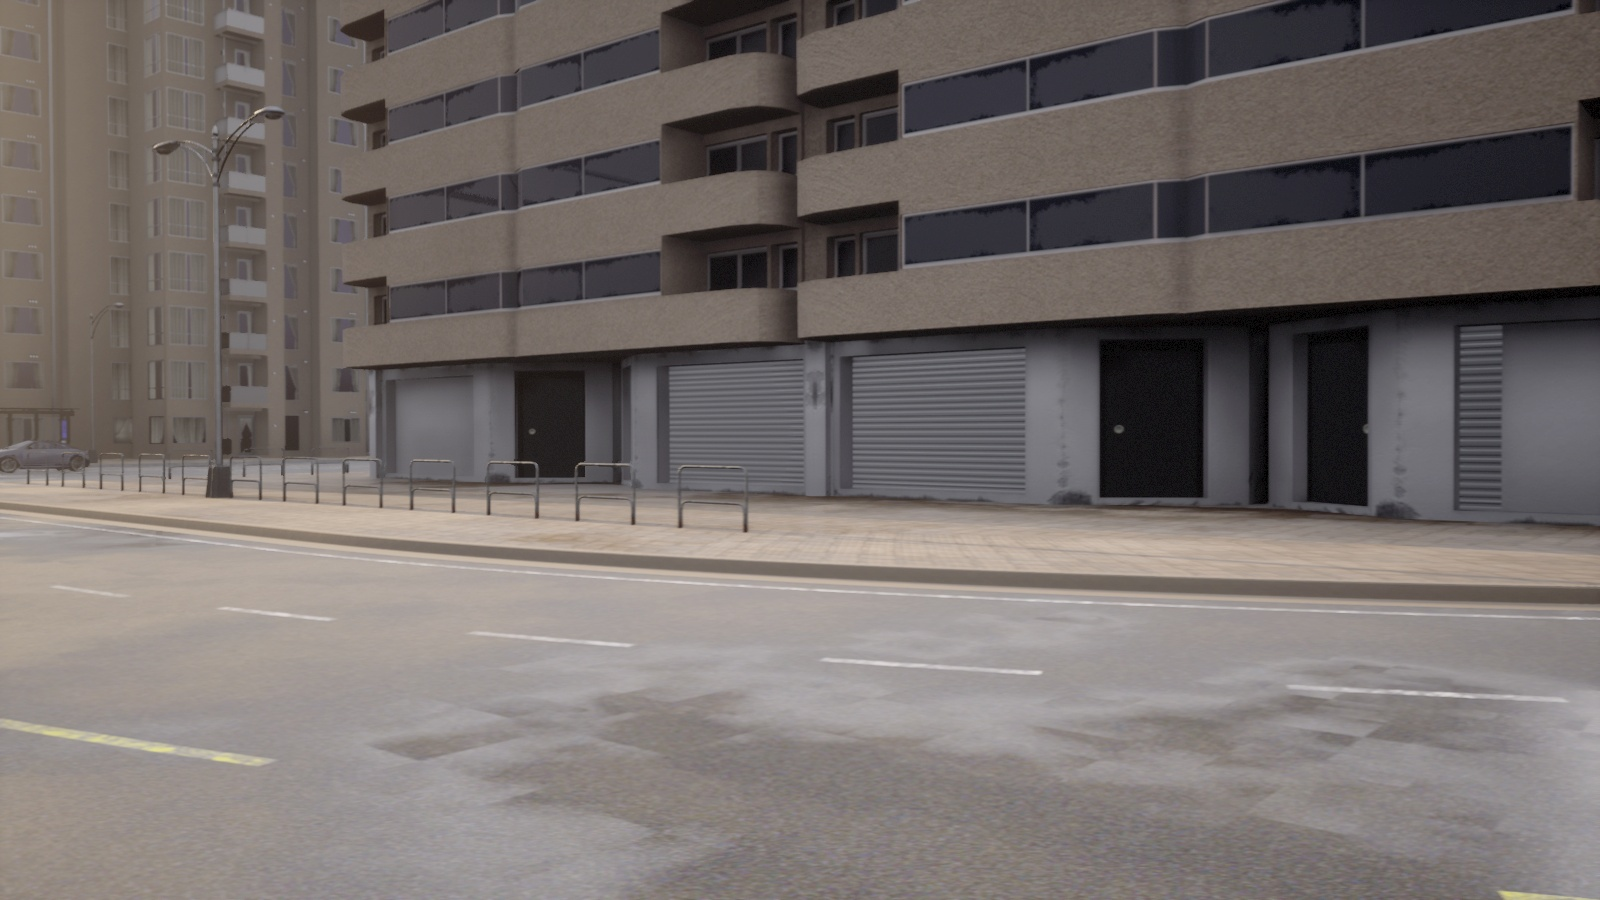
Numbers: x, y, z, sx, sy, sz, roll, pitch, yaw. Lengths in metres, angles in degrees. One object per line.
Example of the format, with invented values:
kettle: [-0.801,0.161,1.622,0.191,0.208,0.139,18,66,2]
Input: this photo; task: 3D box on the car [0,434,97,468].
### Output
car: [-32.493,0.013,53.284,1.994,1.385,4.181,1,1,40]
